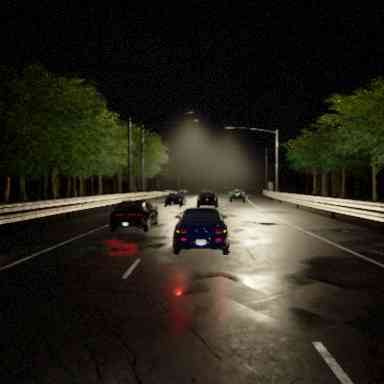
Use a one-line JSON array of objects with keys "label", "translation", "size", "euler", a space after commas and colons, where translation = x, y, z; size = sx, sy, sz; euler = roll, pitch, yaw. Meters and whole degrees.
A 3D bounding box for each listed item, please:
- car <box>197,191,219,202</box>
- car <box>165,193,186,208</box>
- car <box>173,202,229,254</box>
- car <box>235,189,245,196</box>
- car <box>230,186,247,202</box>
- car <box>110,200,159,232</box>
[{"label": "car", "translation": [1.672, 0.712, 34.367], "size": [2.097, 1.767, 4.553], "euler": [0, 1, 5]}, {"label": "car", "translation": [-1.745, 0.862, 35.532], "size": [1.812, 1.442, 4.674], "euler": [0, 1, 5]}, {"label": "car", "translation": [0.342, 1.297, 12.248], "size": [1.812, 1.442, 4.674], "euler": [0, 1, 2]}, {"label": "car", "translation": [11.151, 0.053, 77.129], "size": [1.837, 1.490, 4.892], "euler": [0, 1, 12]}, {"label": "car", "translation": [6.502, 0.452, 48.066], "size": [2.097, 1.767, 4.553], "euler": [0, 1, 7]}, {"label": "car", "translation": [-2.949, 1.174, 17.645], "size": [1.837, 1.490, 4.892], "euler": [0, 1, 2]}]
